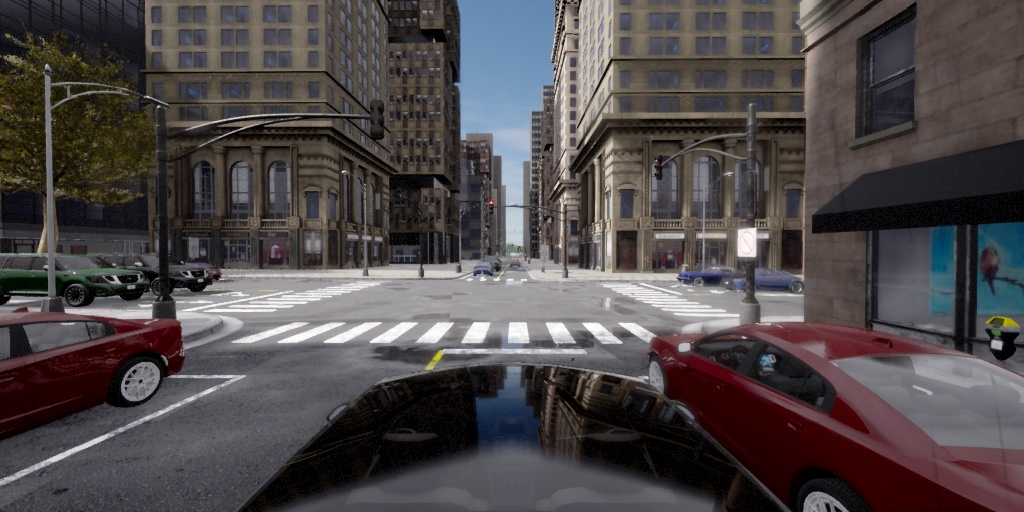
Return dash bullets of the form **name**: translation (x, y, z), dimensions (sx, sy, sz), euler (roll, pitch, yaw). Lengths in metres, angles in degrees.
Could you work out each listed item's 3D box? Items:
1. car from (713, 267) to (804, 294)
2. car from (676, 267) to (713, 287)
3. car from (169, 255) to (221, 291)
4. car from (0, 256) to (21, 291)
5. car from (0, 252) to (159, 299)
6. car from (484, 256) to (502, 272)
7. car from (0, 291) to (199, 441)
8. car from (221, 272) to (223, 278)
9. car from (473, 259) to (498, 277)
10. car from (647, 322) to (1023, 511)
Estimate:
- **car**: translation (14.641, 1.419, 21.097), dimensions (4.181, 1.385, 1.994), euler (0, 1, 0)
- **car**: translation (13.817, 1.402, 24.355), dimensions (4.718, 1.301, 1.895), euler (0, 1, 1)
- **car**: translation (-18.327, 0.854, 17.941), dimensions (5.566, 2.045, 2.150), euler (0, 1, 1)
- **car**: translation (-28.414, 0.902, 18.036), dimensions (4.553, 1.767, 2.097), euler (0, 1, 1)
- **car**: translation (-18.336, 0.901, 14.691), dimensions (5.566, 2.045, 2.150), euler (0, 1, 1)
- **car**: translation (-2.699, 0.962, 46.432), dimensions (2.150, 2.045, 5.566), euler (0, 0, 1)
- **car**: translation (-5.754, 1.295, 3.466), dimensions (1.888, 1.381, 4.507), euler (0, 0, 0)
- **car**: translation (-22.549, 1.064, 24.684), dimensions (4.181, 1.385, 1.994), euler (0, 1, 1)
- **car**: translation (-2.797, 1.290, 36.247), dimensions (2.033, 1.411, 5.357), euler (0, 0, 0)
- **car**: translation (2.771, 1.294, 3.396), dimensions (1.888, 1.381, 4.507), euler (0, 0, 0)
